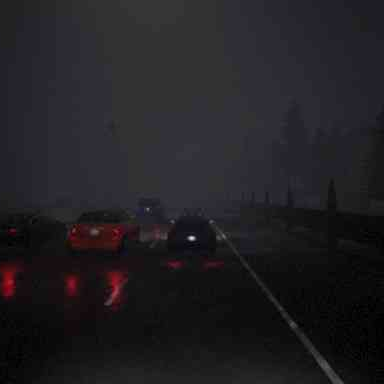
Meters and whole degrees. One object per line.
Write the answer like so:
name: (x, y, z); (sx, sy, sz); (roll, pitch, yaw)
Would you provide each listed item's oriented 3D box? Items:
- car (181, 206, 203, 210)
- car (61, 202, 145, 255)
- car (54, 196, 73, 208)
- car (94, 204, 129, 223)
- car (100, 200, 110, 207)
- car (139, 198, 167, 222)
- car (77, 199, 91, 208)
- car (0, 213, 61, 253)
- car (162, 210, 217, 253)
car: (-0.001, 1.875, 29.102); (1.895, 1.301, 4.718); (0, 0, 0)
car: (-3.499, 1.483, 14.083); (2.097, 1.767, 4.553); (0, -1, 0)
car: (-22.854, 1.777, 59.241); (2.150, 2.045, 5.566); (1, -1, -11)
car: (-6.999, 1.840, 29.296); (1.994, 1.385, 4.181); (0, -1, 0)
car: (-17.380, 2.220, 66.375); (1.895, 1.301, 4.718); (0, -1, -14)
car: (-3.502, 1.490, 29.027); (2.150, 2.045, 5.566); (0, 0, 0)
car: (-19.570, 2.092, 60.328); (1.812, 1.442, 4.674); (0, -1, -11)
car: (-6.997, 1.628, 14.295); (2.128, 1.511, 4.902); (0, 0, 0)
car: (0.002, 1.699, 14.289); (1.994, 1.385, 4.181); (0, 0, 0)
